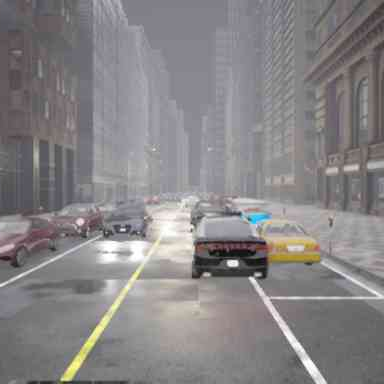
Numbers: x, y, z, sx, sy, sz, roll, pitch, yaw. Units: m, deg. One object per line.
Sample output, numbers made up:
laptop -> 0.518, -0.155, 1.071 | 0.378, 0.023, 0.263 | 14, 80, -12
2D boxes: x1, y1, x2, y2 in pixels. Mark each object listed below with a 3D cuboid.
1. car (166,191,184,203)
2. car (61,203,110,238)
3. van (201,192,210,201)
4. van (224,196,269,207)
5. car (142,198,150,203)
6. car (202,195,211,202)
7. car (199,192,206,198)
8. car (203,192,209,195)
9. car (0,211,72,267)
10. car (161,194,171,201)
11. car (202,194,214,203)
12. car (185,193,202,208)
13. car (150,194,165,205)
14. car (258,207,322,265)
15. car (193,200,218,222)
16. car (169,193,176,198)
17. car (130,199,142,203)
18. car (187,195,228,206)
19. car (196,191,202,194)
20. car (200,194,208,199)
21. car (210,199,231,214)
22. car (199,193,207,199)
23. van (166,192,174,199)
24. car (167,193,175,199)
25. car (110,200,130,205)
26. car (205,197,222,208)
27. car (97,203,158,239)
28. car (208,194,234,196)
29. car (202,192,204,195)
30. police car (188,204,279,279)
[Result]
car -> -2.953, 1.034, 58.751 | 2.097, 1.767, 4.553 | 0, 0, 1
car -> -5.736, 1.344, 16.636 | 1.967, 1.590, 4.097 | 0, 0, 0
van -> 2.891, 0.953, 72.649 | 1.690, 1.788, 3.998 | 0, 0, 0
van -> 2.789, 1.245, 16.634 | 1.690, 1.788, 3.998 | 0, 0, 0
car -> -5.705, 1.379, 33.442 | 1.947, 1.339, 4.313 | 0, 0, 0
car -> 2.881, 1.222, 67.049 | 1.802, 1.307, 4.206 | 0, 0, 0
car -> 2.932, 0.938, 95.057 | 1.967, 1.590, 4.097 | 0, 0, 0
car -> 2.829, 1.098, 39.040 | 2.192, 1.841, 5.009 | 0, 0, 0
car -> -5.746, 1.518, 11.035 | 1.802, 1.307, 4.206 | 0, 0, 0
car -> -5.634, 1.157, 72.656 | 1.887, 1.381, 4.507 | 0, 0, 0
car -> 2.871, 1.109, 61.447 | 1.967, 1.590, 4.097 | 0, 0, 0
car -> 0.101, 1.282, 44.221 | 1.812, 1.442, 4.674 | 0, 0, 0
car -> -5.675, 1.271, 50.249 | 1.887, 1.381, 4.507 | 0, 0, 0
car -> 2.779, 1.460, 11.203 | 1.752, 1.417, 4.829 | 0, 0, 0
car -> 0.946, 1.379, 25.876 | 1.812, 1.442, 4.674 | 0, 0, 0
car -> -5.593, 1.044, 95.065 | 1.887, 1.381, 4.507 | 0, 0, 0
car -> -5.715, 1.409, 27.840 | 1.947, 1.339, 4.313 | 0, 0, 0
car -> 0.934, 1.237, 19.846 | 2.097, 1.767, 4.553 | 0, 0, 0
car -> 0.104, 1.045, 56.576 | 2.097, 1.767, 4.553 | 0, 0, 0
car -> 2.912, 1.099, 83.854 | 1.887, 1.381, 4.507 | 0, 0, 0
car -> 2.820, 1.394, 33.440 | 1.802, 1.307, 4.206 | 0, 0, 0
car -> 2.922, 1.071, 89.456 | 1.887, 1.381, 4.507 | 0, 0, 0
van -> -5.614, 0.896, 83.860 | 1.690, 1.788, 3.998 | 0, 0, 0
car -> -5.603, 1.072, 89.463 | 1.887, 1.381, 4.507 | 0, 0, 0
car -> -5.726, 1.424, 22.239 | 2.008, 1.369, 4.403 | 0, 0, 0
car -> 2.840, 1.320, 44.643 | 1.947, 1.339, 4.313 | 0, 0, 0
car -> -3.071, 1.468, 16.690 | 1.994, 1.385, 4.181 | 0, 0, 0
car -> 2.809, 1.157, 27.836 | 2.192, 1.841, 5.009 | 0, 0, 0
car -> 2.850, 1.166, 50.244 | 1.967, 1.590, 4.097 | 0, 0, 0
police car -> 0.917, 1.367, 9.986 | 1.930, 1.638, 5.238 | 0, 0, 0
